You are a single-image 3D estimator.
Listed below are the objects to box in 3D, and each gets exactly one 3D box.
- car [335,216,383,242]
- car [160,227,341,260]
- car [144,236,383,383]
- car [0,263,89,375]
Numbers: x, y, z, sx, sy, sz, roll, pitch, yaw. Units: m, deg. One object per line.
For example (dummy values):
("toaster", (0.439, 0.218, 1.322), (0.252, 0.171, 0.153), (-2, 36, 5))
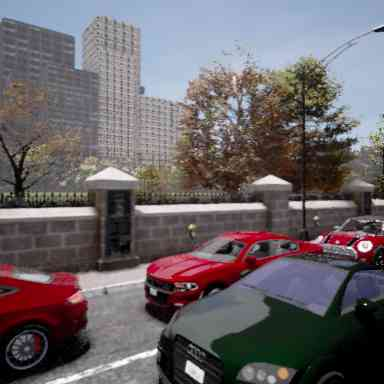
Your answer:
("car", (5.679, 1.508, 10.685), (4.097, 1.590, 1.967), (0, 0, -36))
("car", (1.119, 1.586, 7.386), (4.507, 1.381, 1.887), (0, 0, -36))
("car", (1.642, 1.590, 4.435), (4.181, 1.385, 1.994), (0, 0, -36))
("car", (-3.441, 1.601, 4.086), (4.206, 1.307, 1.802), (0, 0, -36))
